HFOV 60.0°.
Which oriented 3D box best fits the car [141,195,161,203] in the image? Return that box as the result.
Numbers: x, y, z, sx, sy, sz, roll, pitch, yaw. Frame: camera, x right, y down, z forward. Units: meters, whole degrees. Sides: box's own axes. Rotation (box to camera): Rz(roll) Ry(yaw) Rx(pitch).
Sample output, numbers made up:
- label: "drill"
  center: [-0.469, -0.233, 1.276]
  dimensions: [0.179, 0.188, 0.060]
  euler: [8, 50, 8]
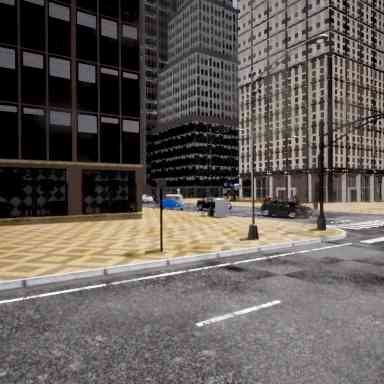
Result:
- label: "car"
  center: [-7.829, 1.239, 62.563]
  dimensions: [1.887, 1.381, 4.507]
  euler: [0, 0, -34]

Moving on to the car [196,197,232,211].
- label: "car"
  center: [2.417, 1.362, 37.004]
  dimensions: [2.128, 1.511, 4.902]
  euler: [-1, 1, -34]

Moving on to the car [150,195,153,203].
- label: "car"
  center: [-4.732, 1.036, 57.969]
  dimensions: [2.192, 1.841, 5.009]
  euler: [0, 0, -34]

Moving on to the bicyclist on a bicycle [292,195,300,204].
- label: "bicyclist on a bicycle"
  center: [11.998, 1.119, 38.415]
  dimensions: [1.656, 1.620, 0.582]
  euler: [-1, 1, -34]

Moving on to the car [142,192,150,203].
- label: "car"
  center: [-8.554, 1.254, 58.998]
  dimensions: [1.812, 1.442, 4.674]
  euler: [-1, 1, -34]

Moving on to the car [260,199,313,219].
- label: "car"
  center: [8.060, 1.424, 28.635]
  dimensions: [1.837, 1.490, 4.892]
  euler: [-1, 0, -34]

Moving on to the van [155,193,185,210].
- label: "van"
  center: [-2.389, 1.211, 39.506]
  dimensions: [1.690, 1.788, 3.998]
  euler: [0, 0, -34]

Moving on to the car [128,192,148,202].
- label: "car"
  center: [-10.927, 0.982, 67.155]
  dimensions: [2.192, 1.841, 5.009]
  euler: [0, 0, -34]

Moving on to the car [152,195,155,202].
- label: "car"
  center: [-3.226, 1.349, 45.388]
  dimensions: [1.812, 1.442, 4.674]
  euler: [-1, 1, -34]
